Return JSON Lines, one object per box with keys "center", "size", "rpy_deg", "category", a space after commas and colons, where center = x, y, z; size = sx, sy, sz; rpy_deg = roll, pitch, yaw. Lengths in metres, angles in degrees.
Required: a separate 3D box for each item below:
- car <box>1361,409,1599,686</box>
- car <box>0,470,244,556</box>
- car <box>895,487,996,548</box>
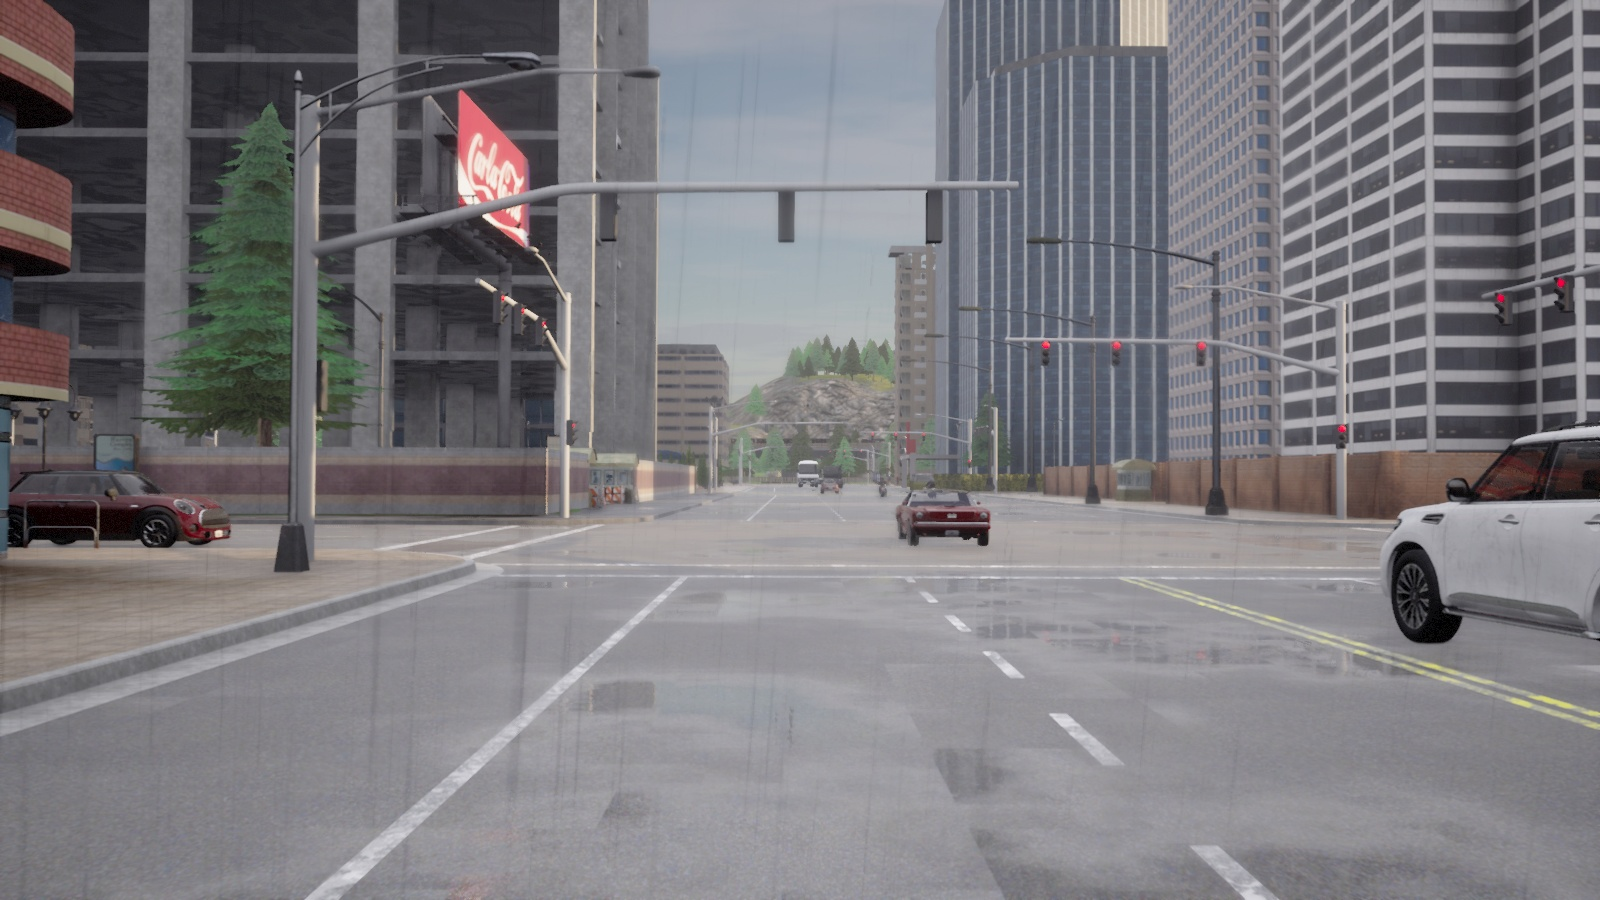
{"center": [6.973, 0.741, 10.369], "size": [2.150, 2.045, 5.566], "rpy_deg": [0, -1, 0], "category": "car"}
{"center": [-14.739, 1.334, 27.108], "size": [4.553, 1.767, 2.097], "rpy_deg": [0, -1, 0], "category": "car"}
{"center": [3.426, 1.575, 30.395], "size": [1.895, 1.301, 4.718], "rpy_deg": [0, -1, 0], "category": "car"}
